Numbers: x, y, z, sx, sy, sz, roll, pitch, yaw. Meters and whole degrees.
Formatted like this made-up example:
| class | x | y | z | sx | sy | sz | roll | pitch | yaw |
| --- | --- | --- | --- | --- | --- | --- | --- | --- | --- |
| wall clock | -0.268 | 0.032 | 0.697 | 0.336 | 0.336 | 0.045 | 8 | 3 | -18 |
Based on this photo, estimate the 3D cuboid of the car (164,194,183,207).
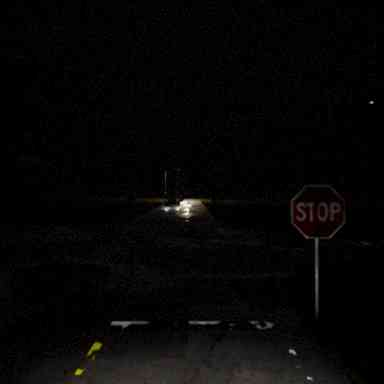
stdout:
| class | x | y | z | sx | sy | sz | roll | pitch | yaw |
| --- | --- | --- | --- | --- | --- | --- | --- | --- | --- |
| car | -2.742 | 1.131 | 47.123 | 2.097 | 1.767 | 4.553 | 0 | 0 | 0 |
